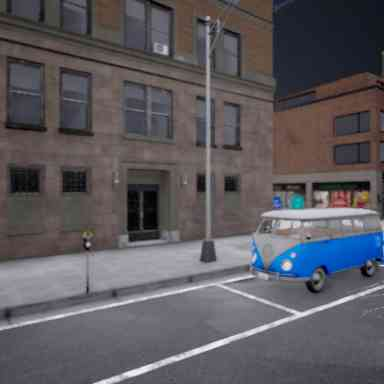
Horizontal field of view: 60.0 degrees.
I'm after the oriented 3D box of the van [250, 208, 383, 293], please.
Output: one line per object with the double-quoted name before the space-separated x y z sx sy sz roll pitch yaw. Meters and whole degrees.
"van" 3.287 1.329 8.555 3.998 1.788 1.690 0 0 -35
